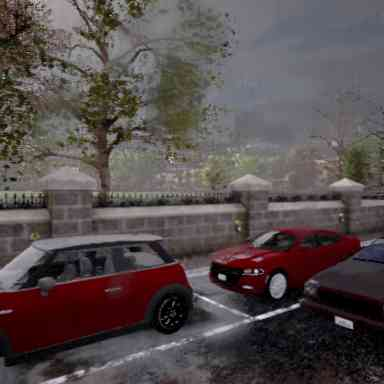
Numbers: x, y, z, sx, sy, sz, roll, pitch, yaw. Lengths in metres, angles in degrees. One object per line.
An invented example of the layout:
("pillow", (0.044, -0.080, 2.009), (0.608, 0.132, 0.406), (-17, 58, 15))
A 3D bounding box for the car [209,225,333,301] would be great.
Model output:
("car", (2.467, 1.553, 8.325), (4.507, 1.381, 1.887), (0, 0, -36))

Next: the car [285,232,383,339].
("car", (4.443, 1.556, 6.468), (5.357, 1.411, 2.033), (0, 0, -35))

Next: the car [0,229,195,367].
("car", (-2.039, 1.442, 5.111), (4.097, 1.590, 1.967), (0, 0, -36))
